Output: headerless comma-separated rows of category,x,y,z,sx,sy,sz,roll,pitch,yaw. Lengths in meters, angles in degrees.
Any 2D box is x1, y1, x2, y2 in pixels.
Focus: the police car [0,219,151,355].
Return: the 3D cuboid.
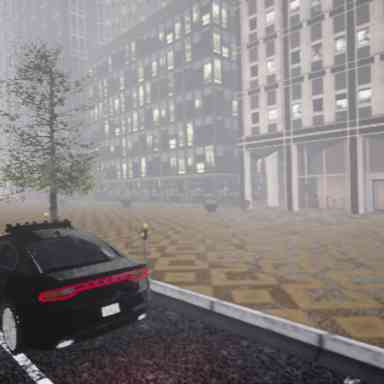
police car,-2.898,1.367,6.256,1.930,1.638,5.238,-2,1,-45
